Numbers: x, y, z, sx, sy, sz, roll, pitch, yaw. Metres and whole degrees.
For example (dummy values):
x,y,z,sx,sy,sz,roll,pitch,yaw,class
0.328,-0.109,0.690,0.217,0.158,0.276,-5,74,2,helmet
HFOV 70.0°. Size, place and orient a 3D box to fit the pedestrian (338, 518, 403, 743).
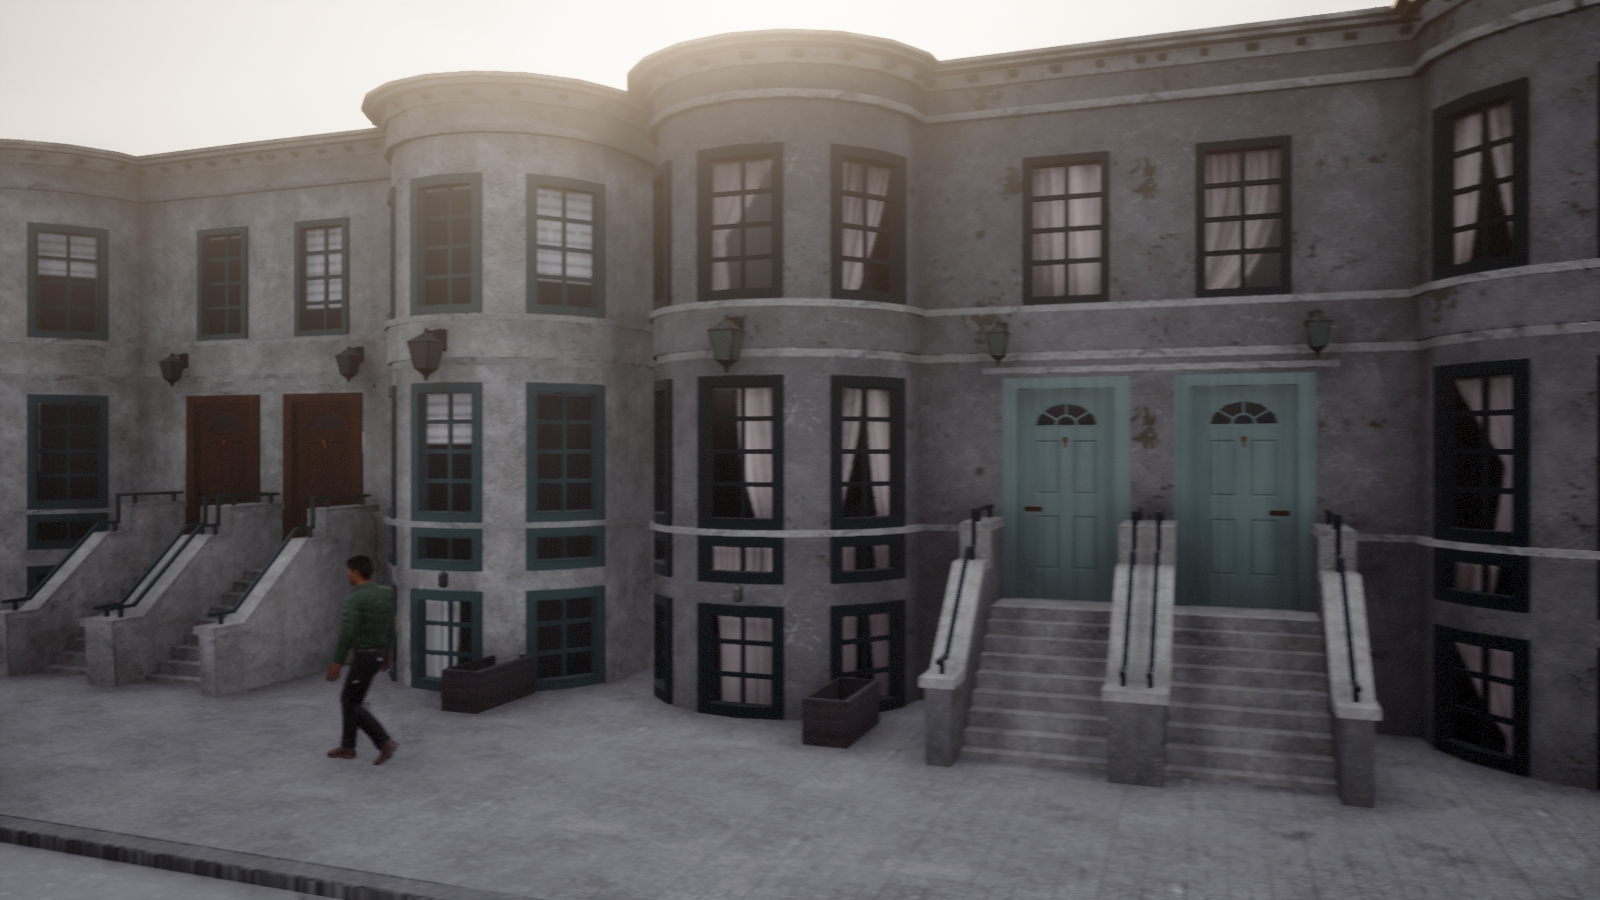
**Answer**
x,y,z,sx,sy,sz,roll,pitch,yaw,class
-3.685,1.526,9.818,0.375,1.860,0.375,0,0,13,pedestrian
